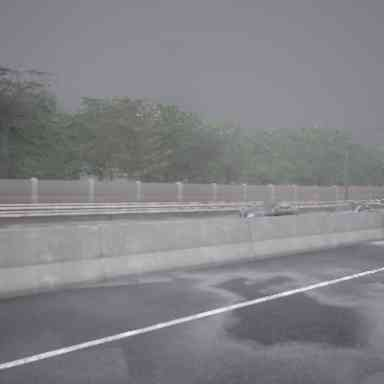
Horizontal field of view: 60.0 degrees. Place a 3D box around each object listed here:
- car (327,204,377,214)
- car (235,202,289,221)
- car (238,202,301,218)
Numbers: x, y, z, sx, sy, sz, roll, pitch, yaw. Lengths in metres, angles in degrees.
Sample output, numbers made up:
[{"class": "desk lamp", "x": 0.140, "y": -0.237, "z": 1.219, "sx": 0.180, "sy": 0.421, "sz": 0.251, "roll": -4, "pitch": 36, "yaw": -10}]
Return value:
[{"class": "car", "x": 12.189, "y": 1.690, "z": 25.249, "sx": 4.902, "sy": 1.511, "sz": 2.128, "roll": 1, "pitch": 0, "yaw": -34}, {"class": "car", "x": 6.312, "y": 1.675, "z": 29.711, "sx": 4.892, "sy": 1.490, "sz": 1.837, "roll": 1, "pitch": 0, "yaw": -34}, {"class": "car", "x": 6.269, "y": 1.647, "z": 25.438, "sx": 4.902, "sy": 1.511, "sz": 2.128, "roll": 1, "pitch": 0, "yaw": -34}]
